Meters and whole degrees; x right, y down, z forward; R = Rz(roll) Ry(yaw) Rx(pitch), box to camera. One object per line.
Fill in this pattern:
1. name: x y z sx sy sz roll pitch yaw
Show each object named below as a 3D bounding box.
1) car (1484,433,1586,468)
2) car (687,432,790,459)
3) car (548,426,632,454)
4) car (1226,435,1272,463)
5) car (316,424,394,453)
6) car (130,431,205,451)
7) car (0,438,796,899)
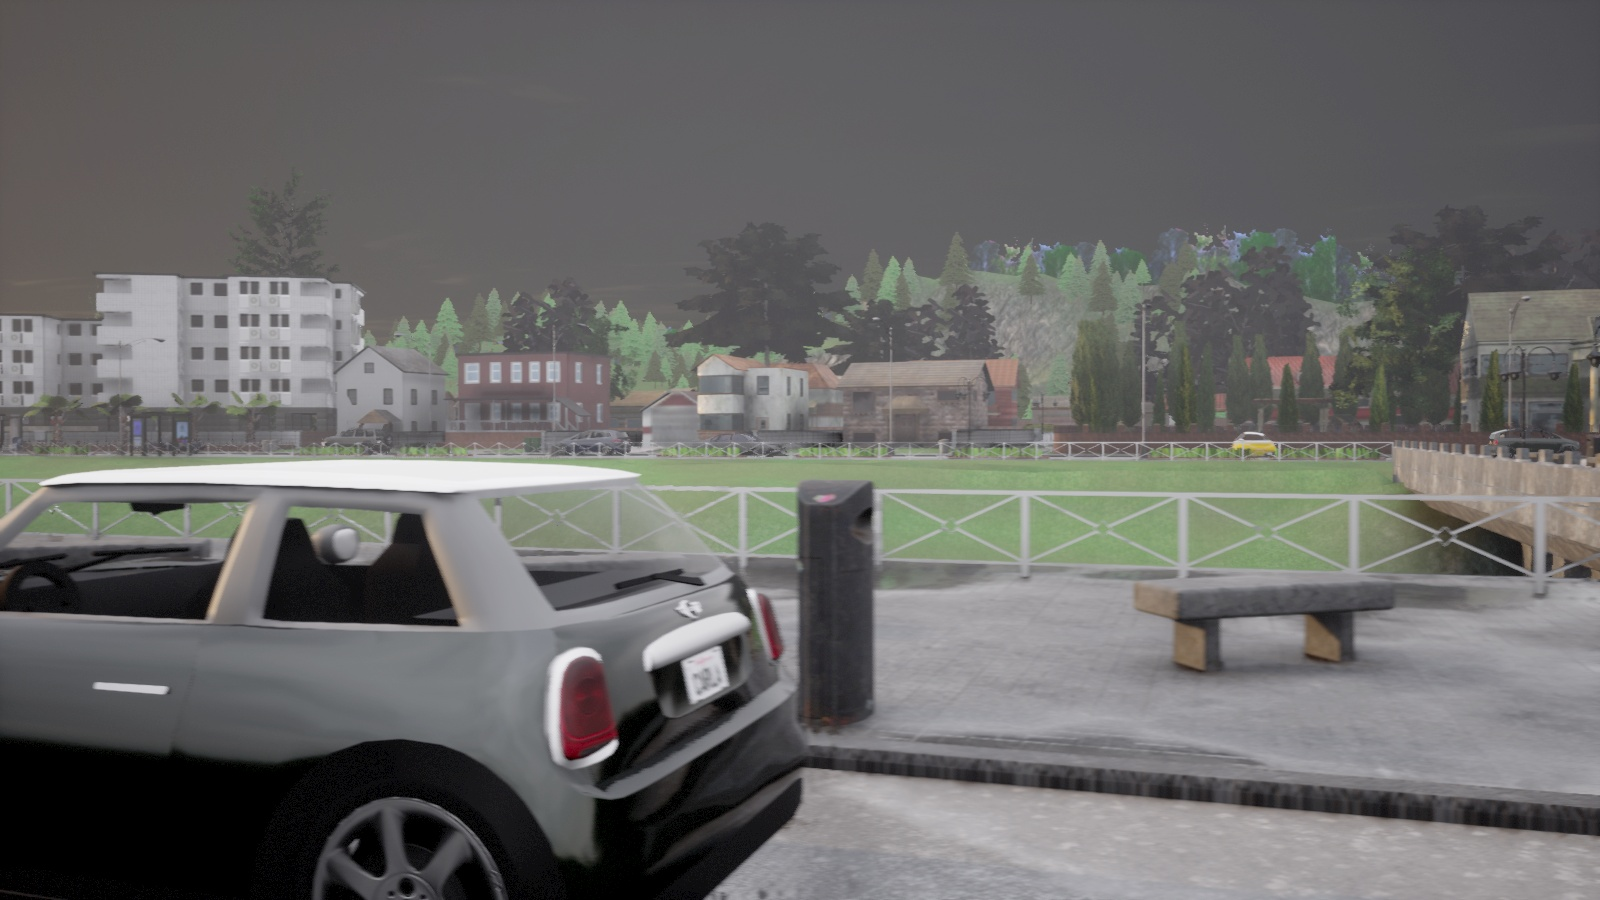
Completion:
1. car: 33.586 0.011 57.493 3.705 1.549 1.789 0 1 19
2. car: -3.409 -0.259 69.949 5.357 1.411 2.033 1 1 19
3. car: -12.937 -0.617 77.375 4.611 1.667 2.242 1 1 19
4. car: 23.278 -0.075 65.185 2.207 1.376 1.481 1 1 19
5. car: -29.372 -0.795 82.908 4.605 1.855 1.932 1 1 19
6. car: -44.261 -0.648 87.925 4.718 1.301 1.895 1 1 19
7. car: -2.136 0.713 4.437 3.806 1.475 1.970 1 1 19
